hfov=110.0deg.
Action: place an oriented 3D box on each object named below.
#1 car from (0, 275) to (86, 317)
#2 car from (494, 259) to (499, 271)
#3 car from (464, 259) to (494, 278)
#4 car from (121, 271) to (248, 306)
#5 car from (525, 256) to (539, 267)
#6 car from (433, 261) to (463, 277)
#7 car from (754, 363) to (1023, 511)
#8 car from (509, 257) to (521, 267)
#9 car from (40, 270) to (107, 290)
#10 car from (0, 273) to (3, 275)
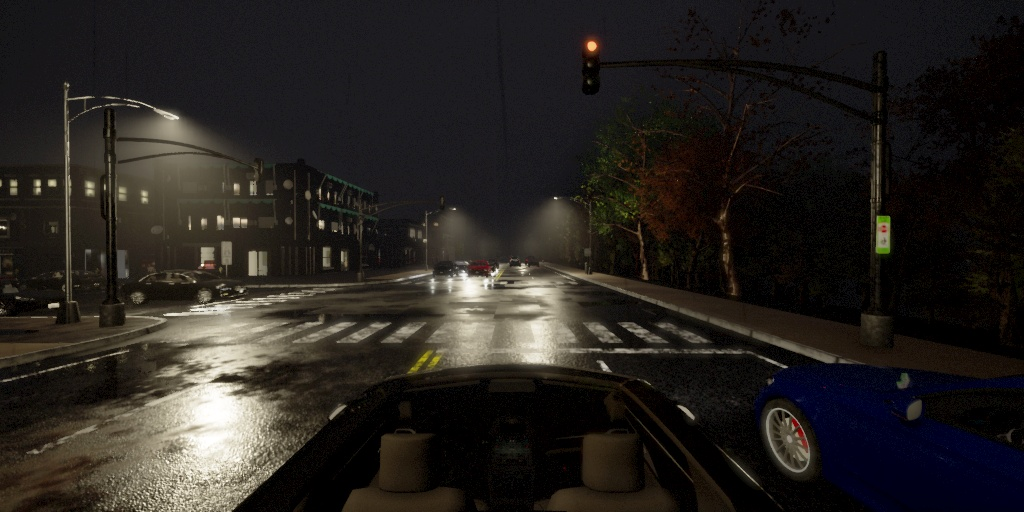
[{"bbox_3d":[-19.857,1.565,13.863,4.313,1.339,1.948,0,0,1],"label":"car"},{"bbox_3d":[-3.006,1.261,44.686,1.812,1.442,4.674,0,0,1],"label":"car"},{"bbox_3d":[-3.083,1.217,34.625,1.882,1.535,5.008,0,0,1],"label":"car"},{"bbox_3d":[-15.057,1.420,16.651,4.892,1.490,1.837,-1,1,-1],"label":"car"},{"bbox_3d":[3.836,1.204,64.749,1.882,1.535,5.008,0,0,1],"label":"car"},{"bbox_3d":[-6.340,1.217,34.782,1.882,1.535,5.008,0,0,1],"label":"car"},{"bbox_3d":[3.355,1.276,1.682,1.812,1.442,4.674,0,0,1],"label":"car"},{"bbox_3d":[0.591,1.290,64.600,1.994,1.385,4.181,0,0,0],"label":"car"},{"bbox_3d":[-28.124,1.560,22.439,4.403,1.370,2.007,0,0,1],"label":"car"},{"bbox_3d":[-33.659,1.654,22.489,4.207,1.307,1.802,0,0,1],"label":"car"}]
